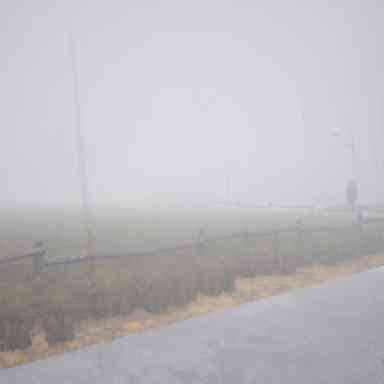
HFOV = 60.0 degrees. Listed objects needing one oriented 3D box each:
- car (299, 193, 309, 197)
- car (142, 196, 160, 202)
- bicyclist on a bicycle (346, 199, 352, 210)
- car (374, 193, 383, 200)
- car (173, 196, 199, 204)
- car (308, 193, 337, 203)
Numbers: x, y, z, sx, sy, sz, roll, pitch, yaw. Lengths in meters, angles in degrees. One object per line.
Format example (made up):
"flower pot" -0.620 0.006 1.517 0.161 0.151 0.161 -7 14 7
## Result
"car" 28.614 1.060 81.899 1.932 1.855 4.605 0 0 -36
"car" -7.373 1.436 58.656 1.812 1.442 4.674 0 0 -36
"bicyclist on a bicycle" 15.749 1.197 33.146 1.656 1.620 0.582 -1 0 -36
"car" 44.662 1.024 77.215 1.905 1.878 3.866 0 0 -36
"car" -0.938 1.388 49.807 1.882 1.535 5.008 0 0 -35
"car" 25.123 1.283 62.928 2.242 1.667 4.611 0 0 -36
